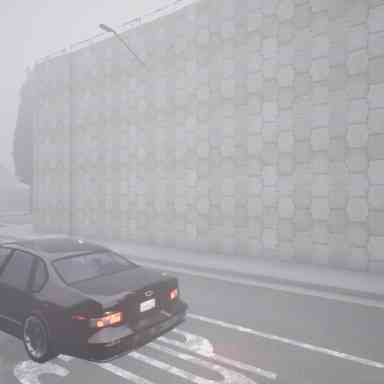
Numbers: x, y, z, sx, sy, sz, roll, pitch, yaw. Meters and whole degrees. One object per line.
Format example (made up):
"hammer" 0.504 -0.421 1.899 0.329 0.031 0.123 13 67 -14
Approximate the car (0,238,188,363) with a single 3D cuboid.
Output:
"car" -2.638 1.547 5.859 5.357 1.411 2.033 0 0 35
